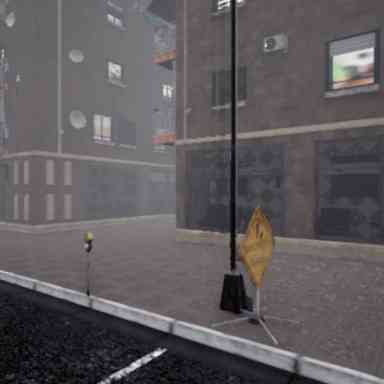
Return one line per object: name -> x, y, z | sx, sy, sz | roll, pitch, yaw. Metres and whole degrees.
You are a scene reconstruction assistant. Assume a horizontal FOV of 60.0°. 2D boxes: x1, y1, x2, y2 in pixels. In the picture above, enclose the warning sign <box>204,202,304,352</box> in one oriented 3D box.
warning sign -> 0.983, 1.114, 5.096 | 1.060, 1.860, 1.300 | 0, 0, 36
